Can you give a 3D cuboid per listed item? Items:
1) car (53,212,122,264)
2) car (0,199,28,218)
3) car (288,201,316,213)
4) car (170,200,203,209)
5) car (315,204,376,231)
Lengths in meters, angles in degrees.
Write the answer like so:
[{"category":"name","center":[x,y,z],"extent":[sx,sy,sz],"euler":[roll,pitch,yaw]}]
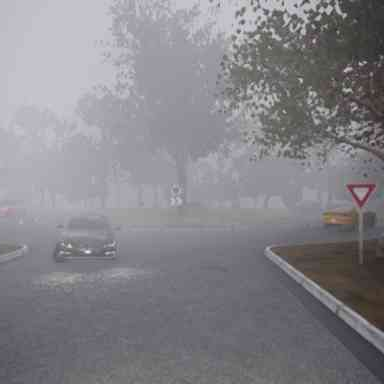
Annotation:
[{"category":"car","center":[-3.768,1.555,12.285],"extent":[1.837,1.490,4.892],"euler":[3,-1,-16]},{"category":"car","center":[-17.384,1.477,31.310],"extent":[2.097,1.767,4.553],"euler":[0,0,-1]},{"category":"car","center":[13.156,1.719,38.932],"extent":[1.994,1.385,4.181],"euler":[0,0,-21]},{"category":"car","center":[-0.749,1.793,48.427],"extent":[4.718,1.301,1.895],"euler":[0,0,4]},{"category":"car","center":[10.300,1.564,21.635],"extent":[5.008,1.535,1.882],"euler":[0,0,-43]}]
